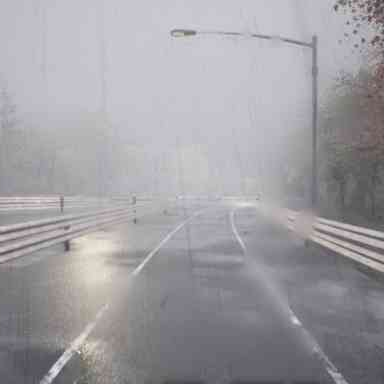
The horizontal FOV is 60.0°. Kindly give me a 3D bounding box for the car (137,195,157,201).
[{"bbox_3d":[-8.286,1.338,61.661,1.882,1.535,5.008,0,-1,24],"label":"car"}]

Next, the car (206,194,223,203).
[{"bbox_3d":[5.573,1.690,75.894,2.033,1.411,5.357,0,-1,24],"label":"car"}]

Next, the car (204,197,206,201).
[{"bbox_3d":[5.585,1.477,84.680,2.150,2.045,5.566,0,-1,24],"label":"car"}]

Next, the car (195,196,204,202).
[{"bbox_3d":[2.367,1.738,86.060,1.837,1.490,4.892,0,-1,24],"label":"car"}]
